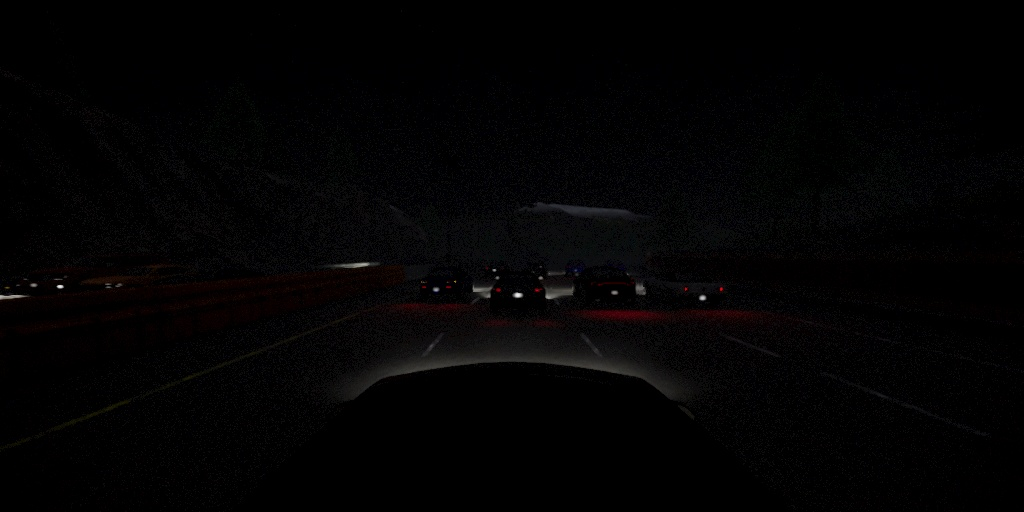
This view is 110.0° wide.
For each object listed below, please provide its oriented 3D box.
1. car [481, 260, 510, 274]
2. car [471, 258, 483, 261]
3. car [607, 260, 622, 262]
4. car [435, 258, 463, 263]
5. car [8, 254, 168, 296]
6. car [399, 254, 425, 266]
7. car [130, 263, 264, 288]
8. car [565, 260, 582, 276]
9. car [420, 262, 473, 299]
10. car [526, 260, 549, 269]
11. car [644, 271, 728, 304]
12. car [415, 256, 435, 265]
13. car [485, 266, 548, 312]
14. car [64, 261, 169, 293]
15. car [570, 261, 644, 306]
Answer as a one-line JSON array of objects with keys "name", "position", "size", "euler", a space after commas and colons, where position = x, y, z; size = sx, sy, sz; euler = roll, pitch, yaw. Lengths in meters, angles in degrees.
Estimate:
[{"name": "car", "position": [-1.195, 1.184, 33.115], "size": [1.994, 1.385, 4.181], "euler": [0, 0, 10]}, {"name": "car", "position": [-5.552, 1.061, 58.958], "size": [2.033, 1.411, 5.357], "euler": [0, 0, 19]}, {"name": "car", "position": [9.610, 1.094, 34.005], "size": [1.882, 1.535, 5.008], "euler": [0, 0, 10]}, {"name": "car", "position": [-9.702, 1.067, 57.520], "size": [2.033, 1.411, 5.357], "euler": [0, 0, 19]}, {"name": "car", "position": [-20.713, 0.903, 18.405], "size": [2.150, 2.045, 5.566], "euler": [0, 0, 4]}, {"name": "car", "position": [-16.390, 0.733, 59.607], "size": [2.150, 2.045, 5.566], "euler": [0, 0, 18]}, {"name": "car", "position": [-13.796, 1.181, 16.572], "size": [2.128, 1.511, 4.902], "euler": [0, 0, 3]}, {"name": "car", "position": [6.058, 1.094, 34.011], "size": [1.882, 1.535, 5.008], "euler": [0, 0, 10]}, {"name": "car", "position": [-3.071, 1.211, 17.360], "size": [1.812, 1.442, 4.674], "euler": [0, 0, 3]}, {"name": "car", "position": [2.221, 1.114, 32.454], "size": [2.128, 1.511, 4.902], "euler": [0, 0, 10]}, {"name": "car", "position": [7.350, 1.292, 15.825], "size": [1.895, 1.301, 4.718], "euler": [0, 0, 3]}, {"name": "car", "position": [-13.202, 1.119, 58.063], "size": [1.895, 1.301, 4.718], "euler": [0, 0, 18]}, {"name": "car", "position": [0.278, 1.264, 13.910], "size": [1.994, 1.385, 4.181], "euler": [0, 0, 2]}, {"name": "car", "position": [-17.263, 1.164, 17.231], "size": [1.882, 1.535, 5.008], "euler": [0, 0, 4]}, {"name": "car", "position": [3.849, 1.170, 15.514], "size": [1.882, 1.535, 5.008], "euler": [0, 0, 3]}]
